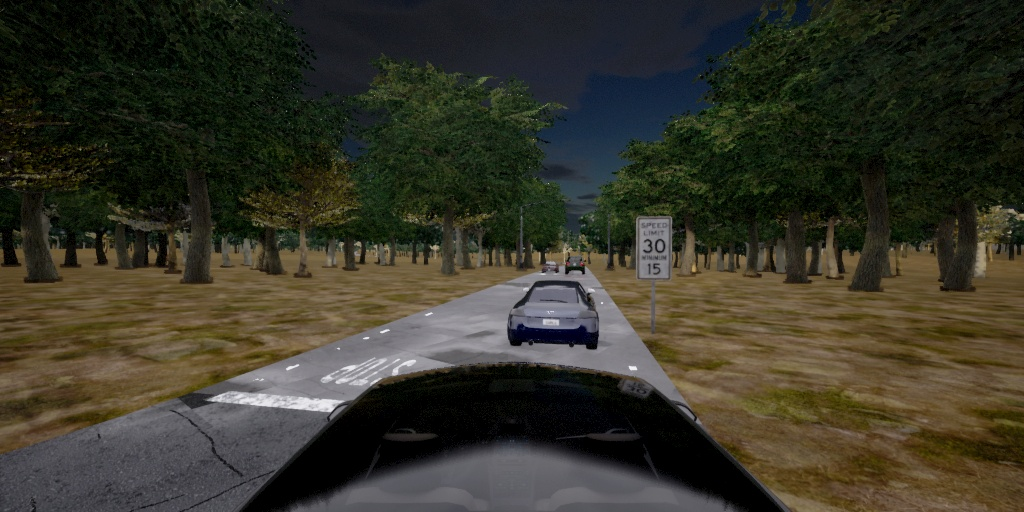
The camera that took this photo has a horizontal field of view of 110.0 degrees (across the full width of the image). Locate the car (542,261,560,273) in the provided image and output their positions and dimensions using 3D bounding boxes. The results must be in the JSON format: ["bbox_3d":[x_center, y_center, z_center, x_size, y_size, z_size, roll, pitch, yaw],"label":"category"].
[{"bbox_3d":[4.804,1.358,44.377,1.812,1.442,4.674,0,0,11],"label":"car"}]

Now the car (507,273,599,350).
[{"bbox_3d":[1.164,1.307,9.215,1.994,1.385,4.181,0,0,11],"label":"car"}]

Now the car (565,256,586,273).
[{"bbox_3d":[7.245,1.033,40.964,2.150,2.045,5.566,0,0,12],"label":"car"}]
